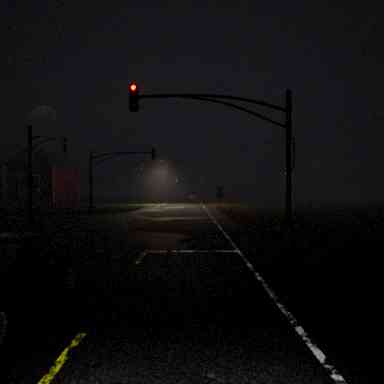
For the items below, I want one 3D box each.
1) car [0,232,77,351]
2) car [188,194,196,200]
[{"bbox_3d":[-3.578,1.524,6.114,1.812,1.442,4.674,0,0,0],"label":"car"},{"bbox_3d":[0.067,1.242,86.583,2.097,1.767,4.553,0,0,0],"label":"car"}]
